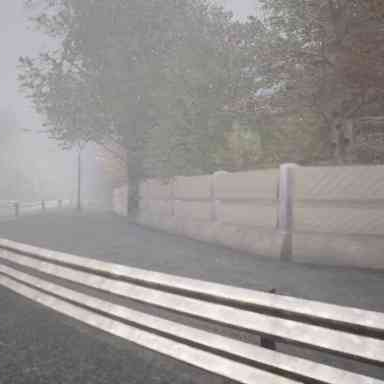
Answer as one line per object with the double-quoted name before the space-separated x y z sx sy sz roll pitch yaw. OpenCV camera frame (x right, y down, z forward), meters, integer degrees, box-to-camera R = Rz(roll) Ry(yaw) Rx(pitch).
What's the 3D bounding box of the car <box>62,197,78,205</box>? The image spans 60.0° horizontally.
"car" -25.938 1.882 70.020 1.882 1.535 5.008 1 -1 -11
